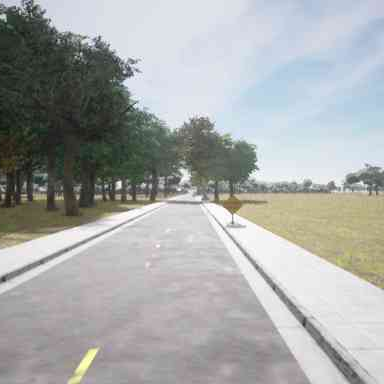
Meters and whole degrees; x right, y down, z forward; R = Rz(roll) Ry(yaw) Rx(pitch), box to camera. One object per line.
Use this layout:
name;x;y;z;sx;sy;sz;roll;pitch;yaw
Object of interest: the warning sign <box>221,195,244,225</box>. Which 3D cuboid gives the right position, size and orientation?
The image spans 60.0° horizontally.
warning sign;2.518;1.090;20.635;1.300;1.860;1.060;0;0;0
